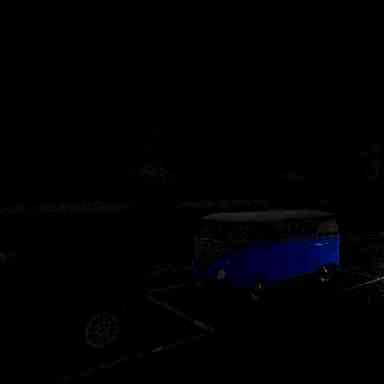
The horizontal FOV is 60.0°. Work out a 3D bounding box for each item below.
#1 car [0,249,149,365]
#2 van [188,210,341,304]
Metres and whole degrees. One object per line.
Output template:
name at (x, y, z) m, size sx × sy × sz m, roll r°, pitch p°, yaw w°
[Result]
car at (-2.782, 1.545, 4.549) m, size 4.507 × 1.381 × 1.887 m, roll 0°, pitch 0°, yaw -36°
van at (1.814, 1.340, 7.848) m, size 3.998 × 1.788 × 1.690 m, roll 0°, pitch 0°, yaw -36°
